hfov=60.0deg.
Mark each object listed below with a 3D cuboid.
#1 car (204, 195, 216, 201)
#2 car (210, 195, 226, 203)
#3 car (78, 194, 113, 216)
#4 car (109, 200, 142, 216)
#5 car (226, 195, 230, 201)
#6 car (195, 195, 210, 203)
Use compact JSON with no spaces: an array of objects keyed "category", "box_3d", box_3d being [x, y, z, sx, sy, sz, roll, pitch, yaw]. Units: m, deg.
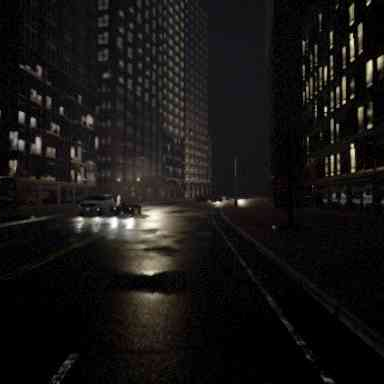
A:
[{"category":"car","box_3d":[4.324,1.378,79.123,1.837,1.490,4.892,0,0,15]},{"category":"car","box_3d":[5.275,1.427,69.310,1.882,1.535,5.008,0,0,13]},{"category":"car","box_3d":[-9.435,1.234,33.342,2.150,2.045,5.566,0,0,3]},{"category":"car","box_3d":[-6.229,1.607,32.466,1.895,1.301,4.718,0,0,3]},{"category":"car","box_3d":[7.685,1.413,79.114,1.812,1.442,4.674,0,0,15]},{"category":"car","box_3d":[1.903,1.438,69.097,1.882,1.535,5.008,0,0,13]}]
